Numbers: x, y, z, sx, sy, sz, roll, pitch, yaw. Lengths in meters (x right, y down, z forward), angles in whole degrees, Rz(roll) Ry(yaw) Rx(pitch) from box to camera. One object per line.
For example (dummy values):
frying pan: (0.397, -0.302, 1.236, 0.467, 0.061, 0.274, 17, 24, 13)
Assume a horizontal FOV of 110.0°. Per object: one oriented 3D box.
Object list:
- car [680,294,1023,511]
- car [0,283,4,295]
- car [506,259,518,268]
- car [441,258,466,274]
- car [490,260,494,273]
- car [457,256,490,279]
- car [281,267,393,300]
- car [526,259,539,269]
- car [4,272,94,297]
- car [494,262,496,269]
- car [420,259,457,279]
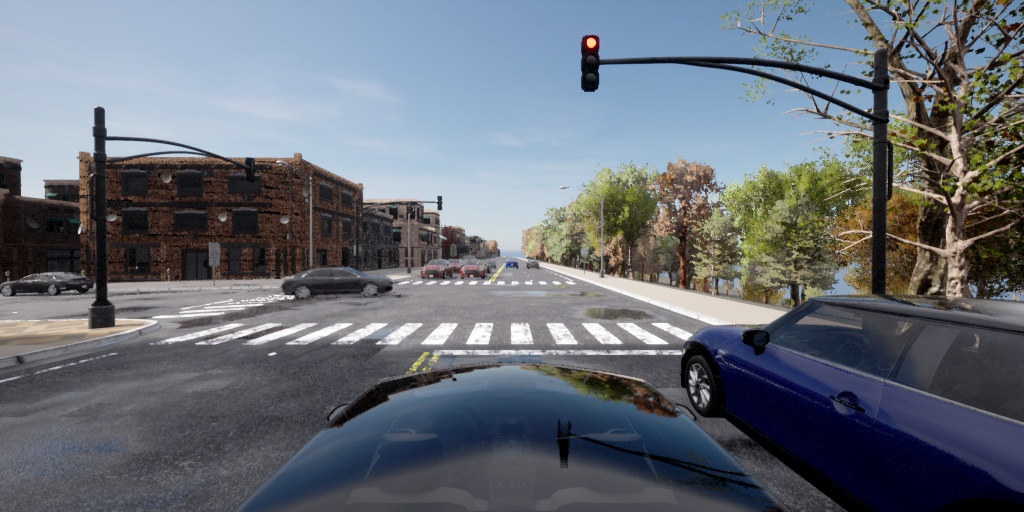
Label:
car: (3.350, 1.102, 3.068, 2.097, 1.767, 4.553, 0, 0, 0)
car: (-22.619, 1.686, 13.379, 4.313, 1.339, 1.948, 0, 0, -1)
car: (-0.003, 1.222, 58.644, 1.882, 1.535, 5.008, 0, 0, 0)
car: (-6.650, 1.098, 41.081, 2.097, 1.767, 4.553, 0, 0, 0)
car: (-3.401, 1.223, 41.360, 1.882, 1.535, 5.008, 0, 0, 0)
car: (-3.375, 1.098, 32.263, 2.097, 1.767, 4.553, 0, 0, 0)
car: (-8.419, 1.268, 17.528, 4.892, 1.490, 1.837, -1, 1, -16)
car: (3.250, 1.236, 57.032, 2.128, 1.511, 4.902, 0, 0, 0)
car: (-28.327, 1.671, 21.900, 4.403, 1.370, 2.007, 0, 0, -1)
car: (-3.442, 1.308, 55.191, 1.994, 1.385, 4.181, 0, 0, -1)
car: (-6.689, 1.098, 32.278, 2.097, 1.767, 4.553, 0, 0, 2)
